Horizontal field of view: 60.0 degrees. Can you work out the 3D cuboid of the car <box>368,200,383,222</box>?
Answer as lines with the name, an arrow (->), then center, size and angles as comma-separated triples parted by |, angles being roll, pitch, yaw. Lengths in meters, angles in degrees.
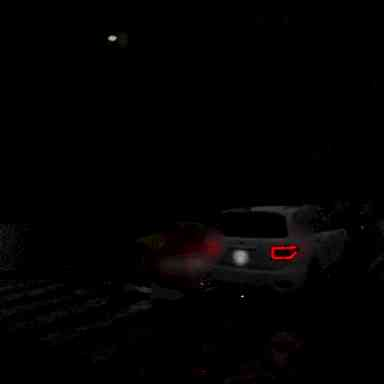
car -> 17.560, 1.710, 29.799 | 2.097, 1.767, 4.553 | -3, -2, 35

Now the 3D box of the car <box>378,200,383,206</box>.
car -> 45.449, 2.675, 78.833 | 2.008, 1.369, 4.403 | -3, -2, 35

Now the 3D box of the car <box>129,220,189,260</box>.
car -> -0.560, 1.908, 14.289 | 1.752, 1.417, 4.829 | -3, -2, 35

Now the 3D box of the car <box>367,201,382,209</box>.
car -> 35.969, 2.515, 65.533 | 2.008, 1.369, 4.403 | -3, -2, 35

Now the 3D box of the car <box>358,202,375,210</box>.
car -> 30.240, 2.420, 57.494 | 2.008, 1.369, 4.403 | -3, -2, 35

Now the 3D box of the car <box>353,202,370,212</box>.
car -> 27.071, 2.342, 53.050 | 1.752, 1.417, 4.829 | -3, -2, 35

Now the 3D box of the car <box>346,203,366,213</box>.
car -> 24.101, 2.334, 48.880 | 1.947, 1.339, 4.313 | -3, -2, 35

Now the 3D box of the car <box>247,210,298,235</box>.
car -> 5.684, 2.021, 23.039 | 1.887, 1.381, 4.507 | -3, -2, 35

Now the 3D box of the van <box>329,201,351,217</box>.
van -> 17.957, 2.011, 40.273 | 1.690, 1.788, 3.998 | -3, -2, 35

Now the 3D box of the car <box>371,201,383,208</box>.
car -> 39.129, 2.562, 69.967 | 1.887, 1.381, 4.507 | -3, -2, 35

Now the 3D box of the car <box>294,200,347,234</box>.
car -> 9.176, 1.615, 23.381 | 2.150, 2.045, 5.566 | -3, -2, 35

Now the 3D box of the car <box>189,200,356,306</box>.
car -> 2.503, 1.354, 8.680 | 2.150, 2.045, 5.566 | -3, -2, 35

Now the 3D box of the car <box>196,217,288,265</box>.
car -> 2.190, 1.849, 13.554 | 1.994, 1.385, 4.181 | -3, -2, 35

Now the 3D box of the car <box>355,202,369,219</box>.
car -> 17.239, 1.993, 34.624 | 1.882, 1.535, 5.008 | -3, -2, 36

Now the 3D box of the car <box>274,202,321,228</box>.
car -> 8.748, 1.839, 27.353 | 2.192, 1.841, 5.009 | -3, -2, 35
